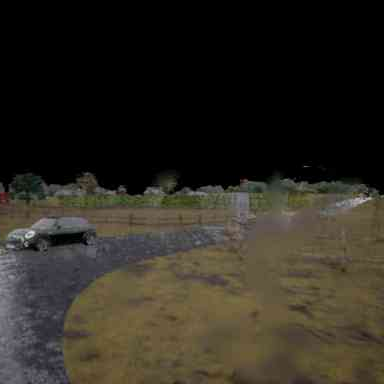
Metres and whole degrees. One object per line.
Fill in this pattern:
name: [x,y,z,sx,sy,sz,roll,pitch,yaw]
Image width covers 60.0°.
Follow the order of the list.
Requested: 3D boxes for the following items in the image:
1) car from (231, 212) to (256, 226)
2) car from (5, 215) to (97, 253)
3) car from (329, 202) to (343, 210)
car: [6.369,3.260,40.821,2.128,1.511,4.902,-2,-3,31]
car: [-7.313,2.091,17.581,2.097,1.767,4.553,-2,-3,30]
car: [36.661,3.666,85.375,2.097,1.767,4.553,-2,-1,30]
